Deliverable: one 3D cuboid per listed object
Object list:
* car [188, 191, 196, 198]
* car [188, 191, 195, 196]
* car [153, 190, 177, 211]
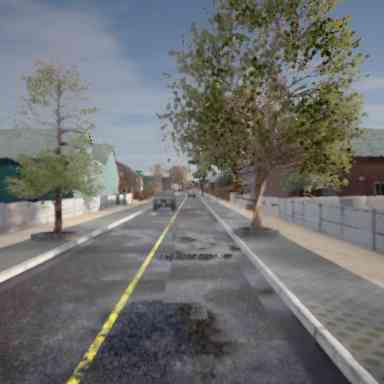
[{"bbox_3d":[-0.080,0.648,80.898,1.994,1.385,4.181,0,1,0],"label":"car"},{"bbox_3d":[-0.090,0.349,90.863,1.812,1.442,4.674,0,1,0],"label":"car"},{"bbox_3d":[-2.784,0.847,35.120,2.150,2.045,5.566,0,1,0],"label":"car"}]
